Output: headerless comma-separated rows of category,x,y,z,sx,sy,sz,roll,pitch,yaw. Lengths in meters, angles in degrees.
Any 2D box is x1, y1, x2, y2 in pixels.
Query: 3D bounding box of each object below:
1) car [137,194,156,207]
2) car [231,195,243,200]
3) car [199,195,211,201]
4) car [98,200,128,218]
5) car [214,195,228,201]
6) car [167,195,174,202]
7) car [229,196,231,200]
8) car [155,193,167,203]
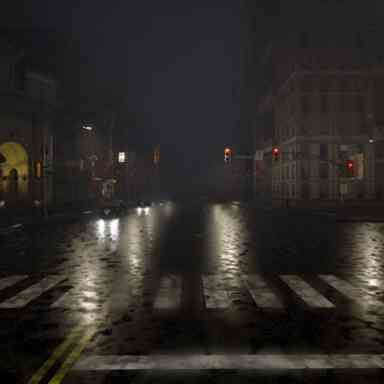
car,-7.076,1.491,49.947,2.128,1.511,4.902,0,0,0
car,12.471,1.500,94.149,1.837,1.490,4.892,0,0,41
car,3.301,1.524,85.379,1.812,1.442,4.674,0,0,22
car,-7.089,1.491,30.145,2.128,1.511,4.902,0,0,0
car,7.102,1.525,85.356,2.128,1.511,4.902,0,0,25
car,-5.720,1.500,79.937,1.837,1.490,4.892,0,0,13
car,8.250,1.466,94.369,1.882,1.535,5.008,0,0,38
car,-6.969,1.222,69.040,2.150,2.045,5.566,0,0,0
